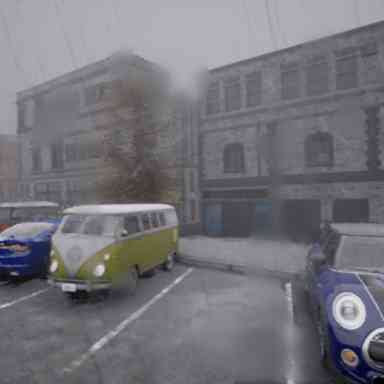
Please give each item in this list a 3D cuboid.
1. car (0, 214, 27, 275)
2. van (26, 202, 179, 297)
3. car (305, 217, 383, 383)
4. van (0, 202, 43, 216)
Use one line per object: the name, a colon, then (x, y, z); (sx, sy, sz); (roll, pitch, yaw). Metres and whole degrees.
car: (-4.160, 1.557, 10.408); (2.097, 1.535, 5.008); (0, -1, 16)
van: (-1.794, 1.306, 8.601); (1.878, 1.987, 4.442); (0, -1, 15)
car: (3.022, 1.365, 5.335); (2.185, 1.767, 4.553); (0, -1, 16)
van: (-6.518, 1.359, 12.232); (1.878, 1.987, 4.442); (0, -1, 16)
